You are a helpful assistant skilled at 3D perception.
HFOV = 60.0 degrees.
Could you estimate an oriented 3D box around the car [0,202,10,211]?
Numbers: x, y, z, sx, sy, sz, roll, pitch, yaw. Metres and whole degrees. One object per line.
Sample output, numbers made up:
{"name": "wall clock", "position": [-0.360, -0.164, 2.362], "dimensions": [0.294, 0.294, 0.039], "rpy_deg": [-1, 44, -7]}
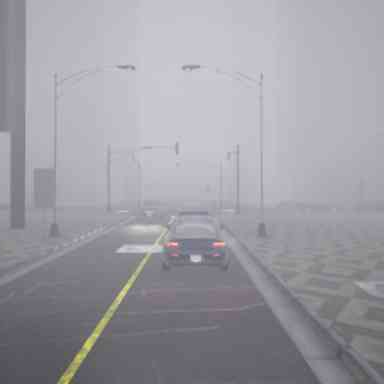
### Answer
{"name": "car", "position": [-20.059, 1.253, 32.590], "dimensions": [4.507, 1.381, 1.887], "rpy_deg": [0, -1, 0]}

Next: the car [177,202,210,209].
{"name": "car", "position": [0.100, 1.361, 20.574], "dimensions": [1.882, 1.535, 5.008], "rpy_deg": [0, 0, 0]}

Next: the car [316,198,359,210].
{"name": "car", "position": [18.003, 1.450, 41.241], "dimensions": [4.403, 1.369, 2.008], "rpy_deg": [0, -1, 0]}

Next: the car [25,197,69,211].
{"name": "car", "position": [-14.589, 1.246, 32.608], "dimensions": [4.829, 1.417, 1.752], "rpy_deg": [0, -1, 0]}

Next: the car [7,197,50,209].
{"name": "car", "position": [-20.159, 1.338, 41.114], "dimensions": [4.403, 1.369, 2.008], "rpy_deg": [0, -1, 0]}

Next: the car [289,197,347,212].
{"name": "car", "position": [12.331, 1.350, 32.697], "dimensions": [4.403, 1.369, 2.008], "rpy_deg": [0, -1, 0]}

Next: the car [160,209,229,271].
{"name": "car", "position": [0.102, 1.466, 10.514], "dimensions": [1.812, 1.442, 4.674], "rpy_deg": [0, 0, 0]}

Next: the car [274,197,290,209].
{"name": "car", "position": [12.333, 1.319, 41.223], "dimensions": [4.097, 1.590, 1.967], "rpy_deg": [0, -1, 0]}

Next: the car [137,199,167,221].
{"name": "car", "position": [-2.999, 1.347, 25.749], "dimensions": [2.128, 1.511, 4.902], "rpy_deg": [0, 0, 0]}

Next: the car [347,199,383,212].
{"name": "car", "position": [18.002, 1.386, 32.716], "dimensions": [4.313, 1.339, 1.947], "rpy_deg": [0, -1, 0]}
